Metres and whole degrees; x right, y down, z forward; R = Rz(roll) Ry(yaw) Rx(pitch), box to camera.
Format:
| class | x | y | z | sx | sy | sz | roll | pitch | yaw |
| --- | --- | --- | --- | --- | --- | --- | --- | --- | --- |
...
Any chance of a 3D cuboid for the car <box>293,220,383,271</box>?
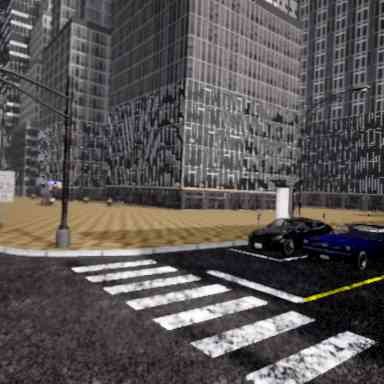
| class | x | y | z | sx | sy | sz | roll | pitch | yaw |
| --- | --- | --- | --- | --- | --- | --- | --- | --- | --- |
| car | 5.967 | 1.834 | 11.967 | 4.718 | 1.301 | 1.895 | 2 | 0 | -38 |

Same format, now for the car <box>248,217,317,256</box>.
| class | x | y | z | sx | sy | sz | roll | pitch | yaw |
| --- | --- | --- | --- | --- | --- | --- | --- | --- | --- |
| car | 4.236 | 1.724 | 13.899 | 4.313 | 1.339 | 1.947 | 2 | 0 | -38 |
